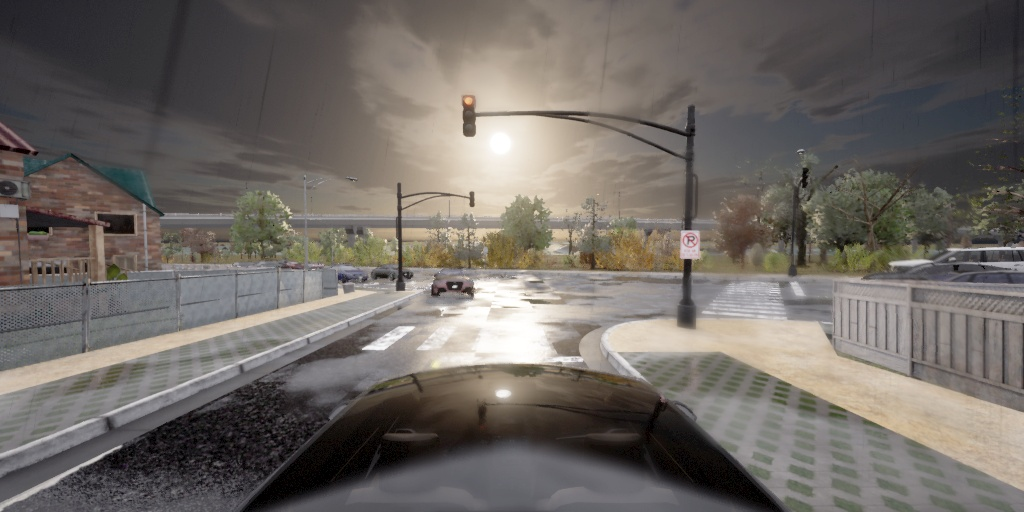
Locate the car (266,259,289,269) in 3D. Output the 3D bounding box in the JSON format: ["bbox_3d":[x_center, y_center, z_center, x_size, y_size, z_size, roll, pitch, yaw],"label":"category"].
[{"bbox_3d":[-31.871,1.381,47.276,4.553,1.767,2.097,0,2,36],"label":"car"}]

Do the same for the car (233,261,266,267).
[{"bbox_3d":[-32.462,1.482,43.684,4.553,1.767,2.097,0,2,36],"label":"car"}]

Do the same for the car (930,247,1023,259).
[{"bbox_3d":[21.506,0.611,16.833,5.566,2.045,2.150,0,2,36],"label":"car"}]

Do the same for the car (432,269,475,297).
[{"bbox_3d":[-3.082,1.353,18.656,1.994,1.385,4.181,1,-3,-12],"label":"car"}]

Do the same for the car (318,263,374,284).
[{"bbox_3d":[-14.142,1.502,30.391,4.674,1.442,1.812,0,2,36],"label":"car"}]

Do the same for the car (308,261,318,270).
[{"bbox_3d":[-30.623,1.429,54.489,4.718,1.301,1.895,-1,2,36],"label":"car"}]

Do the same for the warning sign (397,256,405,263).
[{"bbox_3d":[-14.327,0.719,46.220,1.060,1.860,1.300,0,0,36],"label":"warning sign"}]

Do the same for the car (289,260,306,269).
[{"bbox_3d":[-31.697,1.455,51.367,4.674,1.442,1.812,0,2,36],"label":"car"}]

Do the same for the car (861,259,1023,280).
[{"bbox_3d":[18.203,1.017,15.226,4.892,1.490,1.837,-1,2,36],"label":"car"}]

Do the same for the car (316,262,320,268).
[{"bbox_3d":[-17.977,1.475,37.179,4.181,1.385,1.994,0,2,36],"label":"car"}]

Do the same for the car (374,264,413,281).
[{"bbox_3d":[-10.730,1.417,31.934,4.181,1.385,1.994,0,2,36],"label":"car"}]

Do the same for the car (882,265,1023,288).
[{"bbox_3d":[16.650,1.174,12.097,5.357,1.411,2.033,-1,2,36],"label":"car"}]
